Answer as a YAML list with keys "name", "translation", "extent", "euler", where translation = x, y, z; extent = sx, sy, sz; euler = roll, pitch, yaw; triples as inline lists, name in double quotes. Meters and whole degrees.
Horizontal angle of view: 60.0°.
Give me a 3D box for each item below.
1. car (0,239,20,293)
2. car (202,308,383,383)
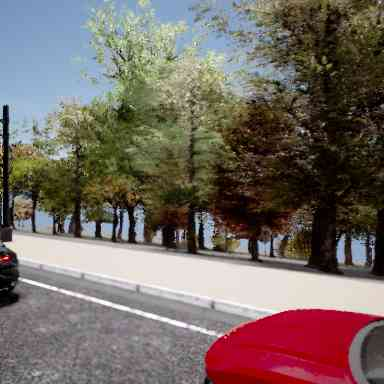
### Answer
- name: "car"
  translation: [-5.872, 1.561, 7.827]
  extent: [4.892, 1.490, 1.837]
  euler: [0, 0, 38]
- name: "car"
  translation: [2.352, 1.473, 2.005]
  extent: [5.008, 1.535, 1.882]
  euler: [0, 0, 35]
